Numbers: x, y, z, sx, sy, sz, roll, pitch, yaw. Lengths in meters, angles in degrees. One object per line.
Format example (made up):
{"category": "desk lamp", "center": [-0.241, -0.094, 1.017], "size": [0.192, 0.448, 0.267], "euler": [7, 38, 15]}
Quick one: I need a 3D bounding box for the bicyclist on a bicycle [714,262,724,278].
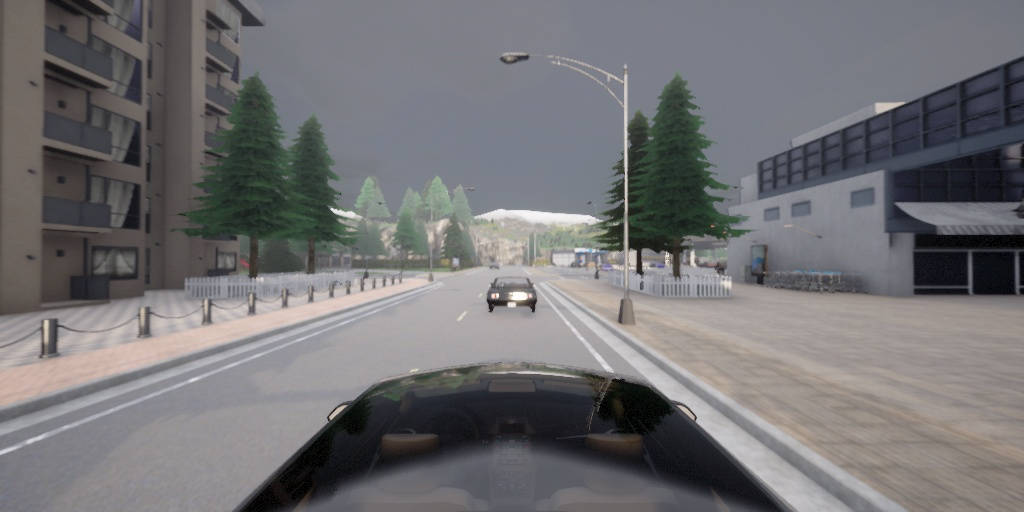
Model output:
{"category": "bicyclist on a bicycle", "center": [18.859, 1.363, 32.676], "size": [0.582, 1.620, 1.656], "euler": [0, -1, 1]}

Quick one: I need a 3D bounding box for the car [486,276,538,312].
{"category": "car", "center": [0.009, 1.492, 15.083], "size": [1.895, 1.301, 4.718], "euler": [0, -1, 0]}
